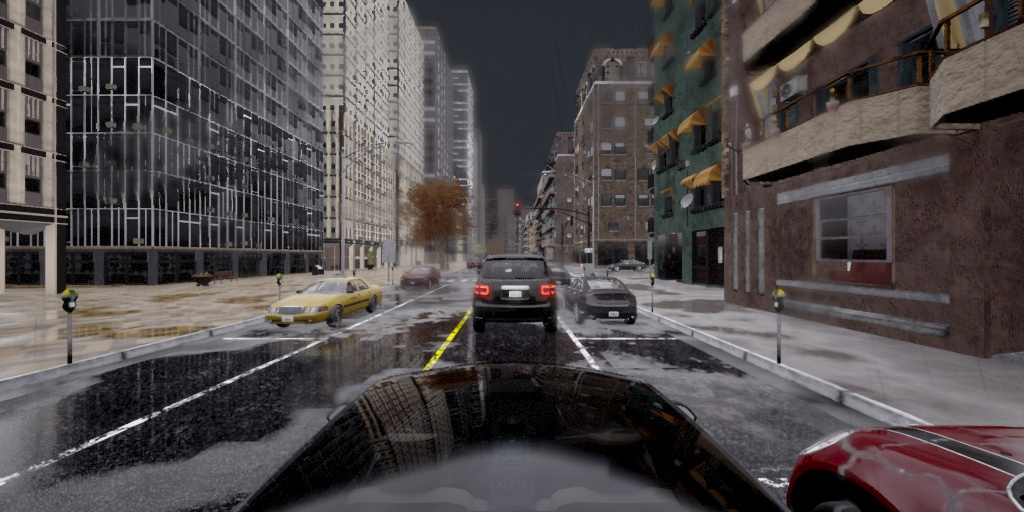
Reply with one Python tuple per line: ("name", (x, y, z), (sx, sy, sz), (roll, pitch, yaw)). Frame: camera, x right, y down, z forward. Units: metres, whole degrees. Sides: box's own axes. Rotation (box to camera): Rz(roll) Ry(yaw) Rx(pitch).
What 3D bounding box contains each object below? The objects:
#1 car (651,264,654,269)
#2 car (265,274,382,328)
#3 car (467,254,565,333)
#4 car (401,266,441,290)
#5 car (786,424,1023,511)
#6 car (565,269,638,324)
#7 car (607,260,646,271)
("car", (18.844, 1.006, 42.196), (4.829, 1.417, 1.751), (0, 0, -1))
("car", (-5.689, 1.276, 11.498), (1.751, 1.417, 4.829), (0, 0, 0))
("car", (0.093, 0.972, 10.942), (2.150, 2.045, 5.566), (0, 0, 0))
("car", (-5.685, 1.300, 22.733), (1.888, 1.381, 4.507), (0, 0, 0))
("car", (2.688, 1.190, 0.600), (1.967, 1.591, 4.097), (0, 0, 0))
("car", (2.692, 1.301, 11.664), (2.007, 1.370, 4.403), (0, 0, 0))
("car", (13.447, 1.109, 42.143), (4.403, 1.370, 2.007), (0, 0, -1))
